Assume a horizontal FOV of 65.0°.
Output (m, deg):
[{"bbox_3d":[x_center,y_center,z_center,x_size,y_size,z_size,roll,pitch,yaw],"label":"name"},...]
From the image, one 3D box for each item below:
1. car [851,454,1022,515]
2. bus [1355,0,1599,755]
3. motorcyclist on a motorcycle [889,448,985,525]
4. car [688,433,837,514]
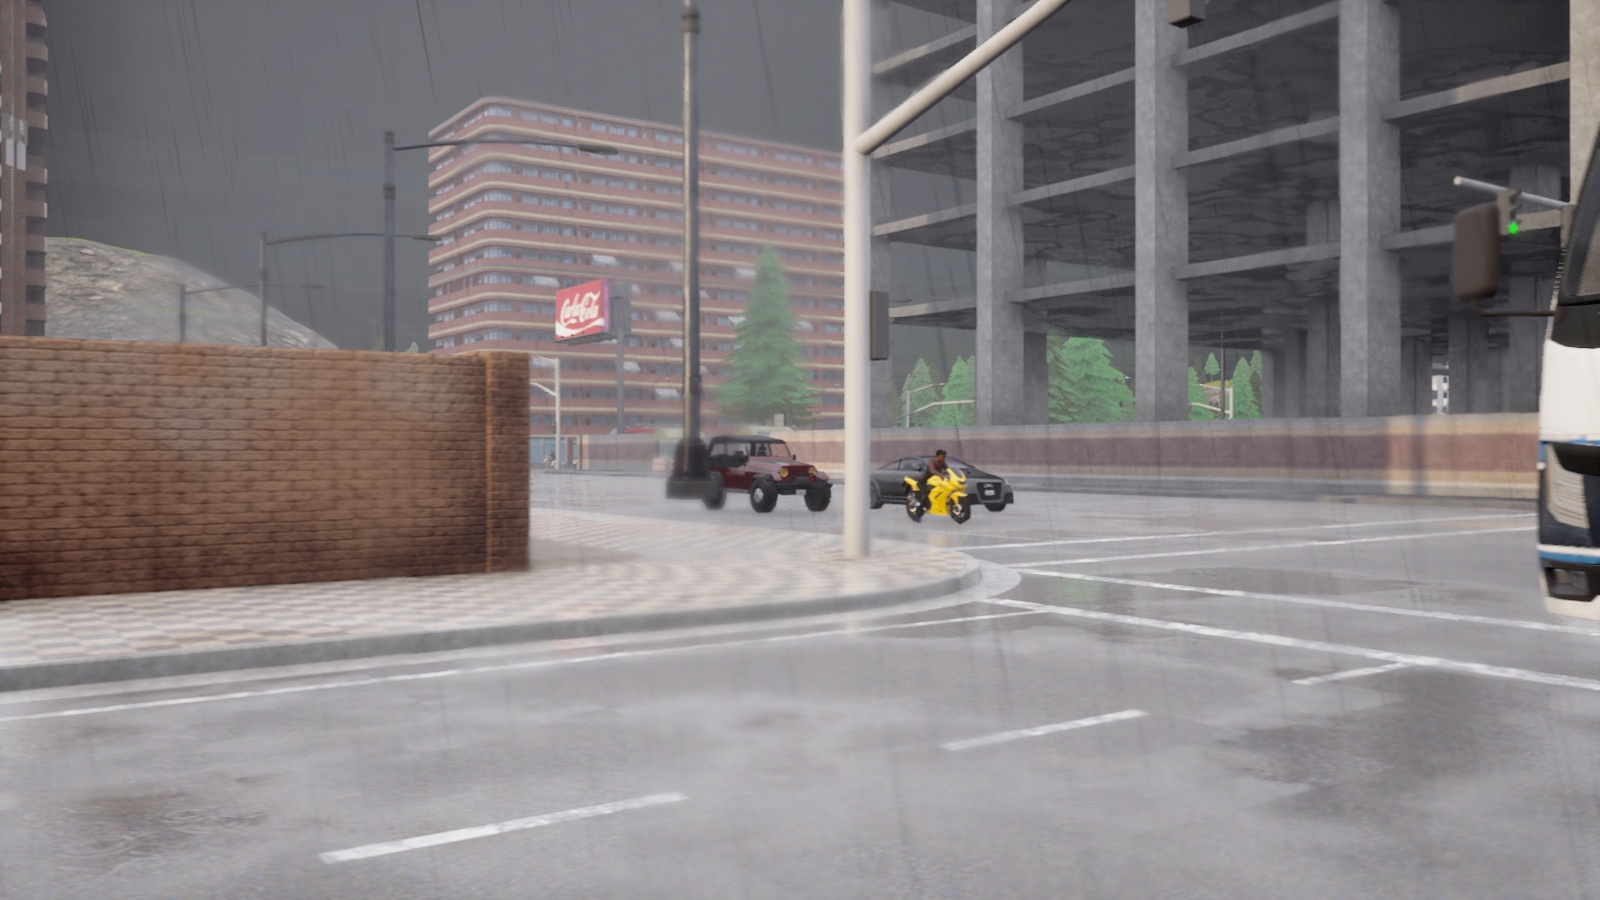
[{"bbox_3d":[3.308,0.799,31.162,1.994,1.385,4.181,0,0,-34],"label":"car"},{"bbox_3d":[8.667,-0.675,7.932,10.273,4.253,3.944,0,0,-28],"label":"bus"},{"bbox_3d":[2.780,0.719,25.738,0.797,1.523,2.044,0,0,-35],"label":"motorcyclist on a motorcycle"},{"bbox_3d":[-0.991,0.554,31.246,1.905,1.878,3.866,0,0,-34],"label":"car"}]
